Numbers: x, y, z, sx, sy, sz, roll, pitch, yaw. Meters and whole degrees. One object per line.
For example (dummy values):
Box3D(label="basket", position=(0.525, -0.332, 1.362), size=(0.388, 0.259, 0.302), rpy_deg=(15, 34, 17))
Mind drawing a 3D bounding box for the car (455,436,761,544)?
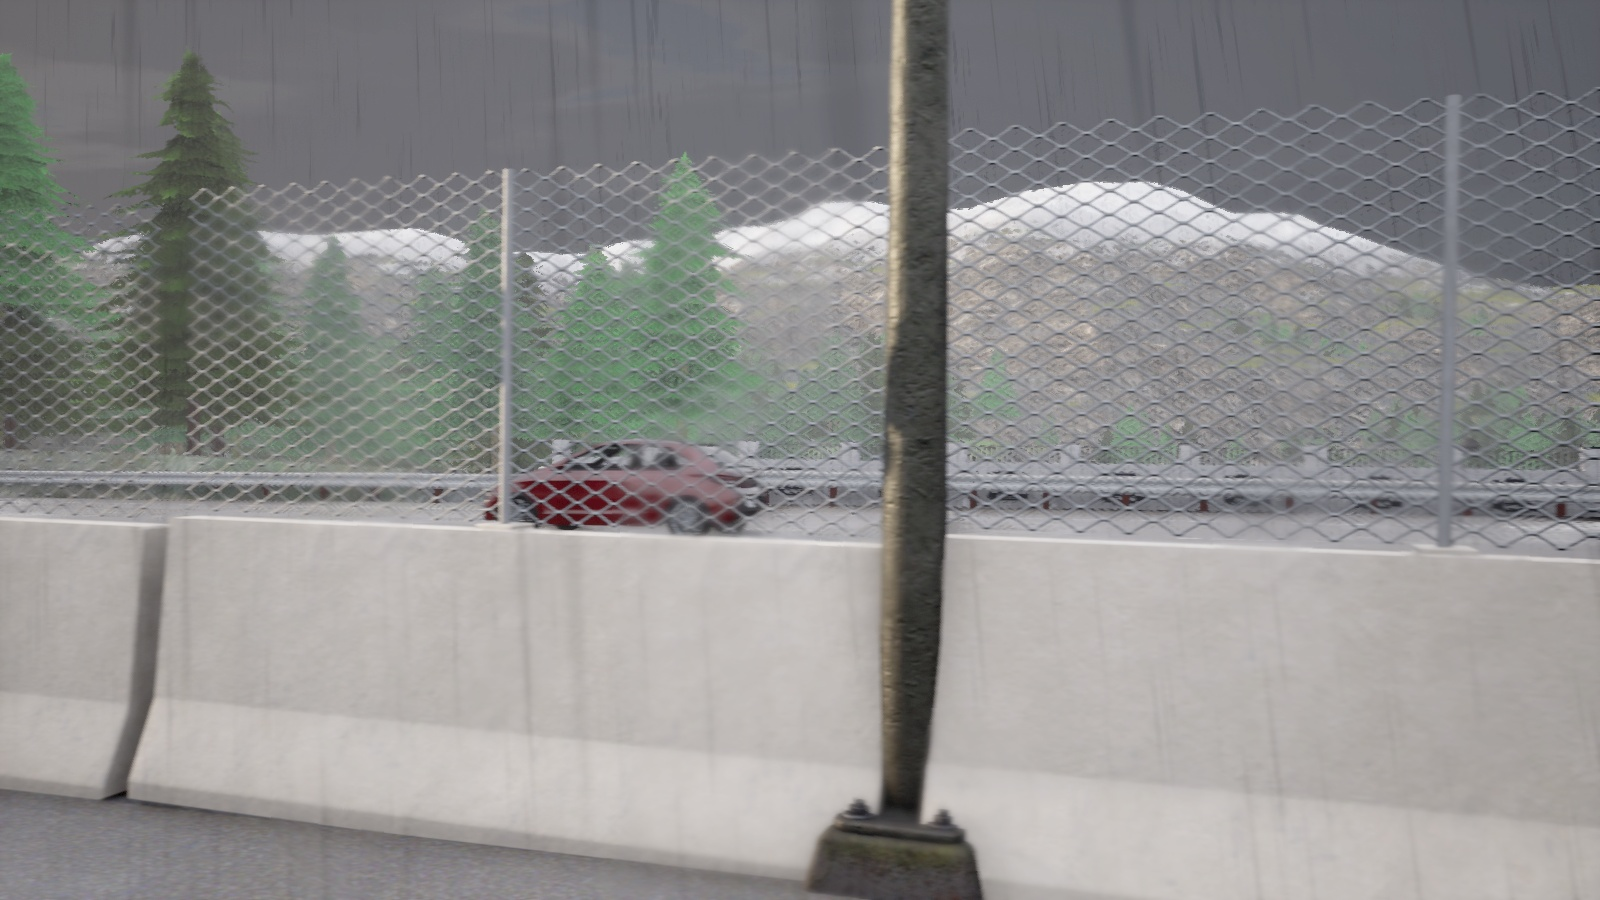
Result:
Box3D(label="car", position=(-2.877, 0.542, 18.932), size=(4.193, 1.474, 1.816), rpy_deg=(0, 1, 19))
